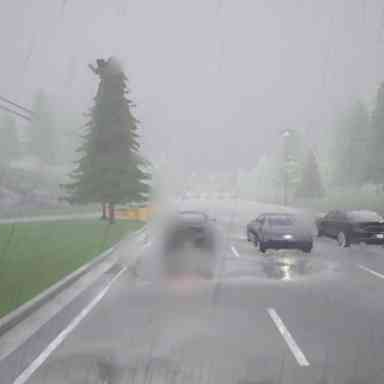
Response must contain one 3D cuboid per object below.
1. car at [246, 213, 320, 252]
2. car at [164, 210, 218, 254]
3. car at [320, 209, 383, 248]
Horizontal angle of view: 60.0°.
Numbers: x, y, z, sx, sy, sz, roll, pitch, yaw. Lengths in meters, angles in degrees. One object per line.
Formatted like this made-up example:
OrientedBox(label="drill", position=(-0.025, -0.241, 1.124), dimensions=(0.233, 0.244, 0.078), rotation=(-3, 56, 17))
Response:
OrientedBox(label="car", position=(3.460, 1.557, 13.798), dimensions=(1.994, 1.385, 4.181), rotation=(0, 0, 1))
OrientedBox(label="car", position=(-0.052, 1.500, 13.418), dimensions=(1.837, 1.490, 4.892), rotation=(0, 1, 1))
OrientedBox(label="car", position=(6.981, 1.470, 14.722), dimensions=(1.882, 1.535, 5.008), rotation=(0, 0, 1))
